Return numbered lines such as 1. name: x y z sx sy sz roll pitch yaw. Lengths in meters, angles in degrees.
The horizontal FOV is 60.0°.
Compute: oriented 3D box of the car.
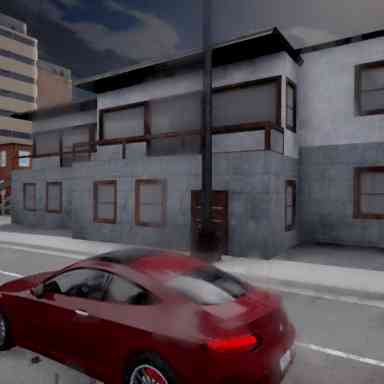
1. car: -0.983 1.542 4.610 4.674 1.442 1.812 -1 -1 33
